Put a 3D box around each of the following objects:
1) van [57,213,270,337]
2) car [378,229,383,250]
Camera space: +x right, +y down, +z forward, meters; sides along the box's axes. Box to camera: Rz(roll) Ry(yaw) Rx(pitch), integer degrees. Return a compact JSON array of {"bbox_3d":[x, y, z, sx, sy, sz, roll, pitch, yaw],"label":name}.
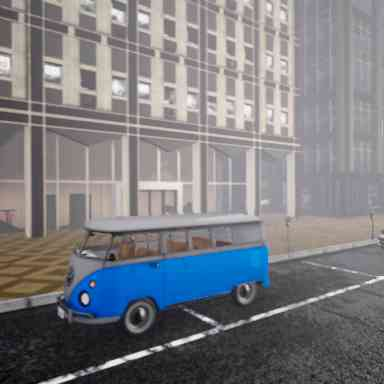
[{"bbox_3d":[-0.310,1.338,6.354,3.998,1.788,1.690,0,0,-36],"label":"van"},{"bbox_3d":[8.954,1.538,12.987,4.403,1.369,2.008,0,0,-36],"label":"car"}]
